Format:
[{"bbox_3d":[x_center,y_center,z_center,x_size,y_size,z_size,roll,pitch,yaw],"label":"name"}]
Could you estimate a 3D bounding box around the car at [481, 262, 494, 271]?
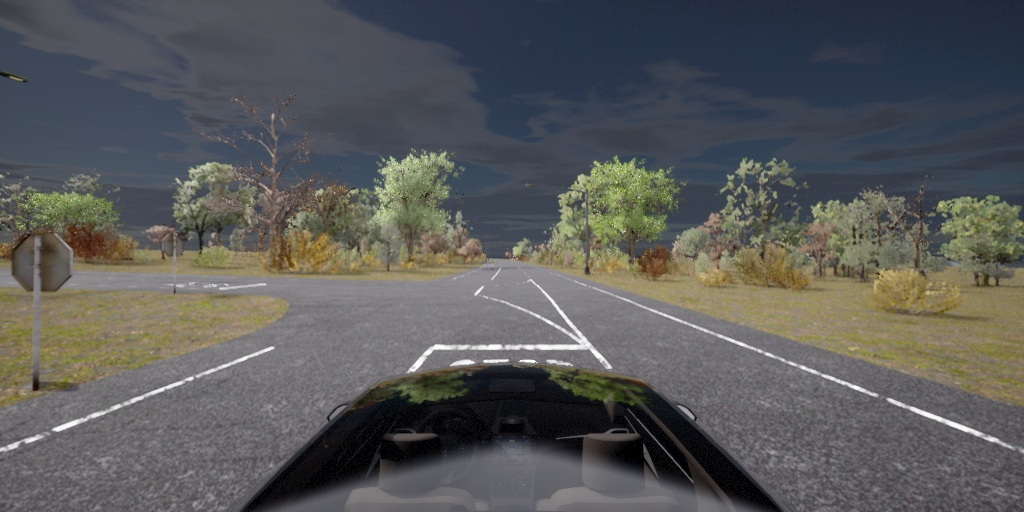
[{"bbox_3d":[-3.707,1.568,54.445,1.895,1.301,4.718,0,0,-1],"label":"car"}]
